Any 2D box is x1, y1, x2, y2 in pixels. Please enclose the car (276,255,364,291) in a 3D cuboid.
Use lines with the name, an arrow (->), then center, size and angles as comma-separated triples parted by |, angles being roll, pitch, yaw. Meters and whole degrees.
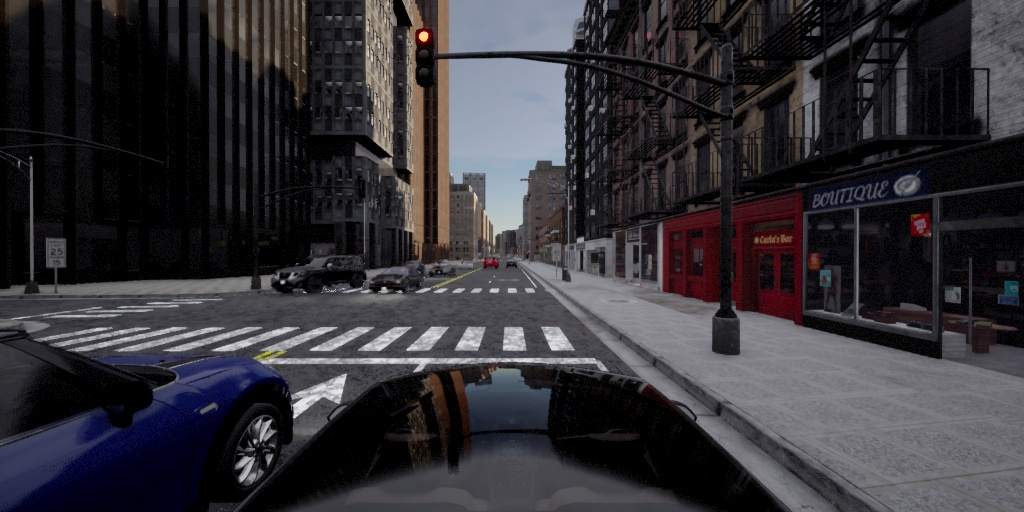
car -> -10.842, 0.979, 20.775 | 2.150, 2.045, 5.566 | 0, 0, 16

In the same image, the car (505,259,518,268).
car -> -0.083, 1.273, 61.835 | 1.837, 1.490, 4.892 | 0, 0, 0

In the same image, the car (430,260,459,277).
car -> -6.699, 1.322, 34.847 | 1.994, 1.385, 4.181 | 0, 0, 0

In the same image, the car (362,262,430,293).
car -> -6.656, 1.301, 21.297 | 2.033, 1.411, 5.357 | 0, 0, 0

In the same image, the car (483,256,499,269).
car -> -3.420, 0.988, 58.051 | 2.150, 2.045, 5.566 | 0, 0, 0

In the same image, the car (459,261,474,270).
car -> -6.733, 1.366, 52.261 | 1.895, 1.301, 4.718 | 0, 0, 0

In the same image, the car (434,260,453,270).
car -> -9.978, 1.291, 52.542 | 1.812, 1.442, 4.674 | 0, 0, 0

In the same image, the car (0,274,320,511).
car -> -3.145, 1.102, 1.592 | 2.097, 1.767, 4.553 | 0, 0, 0
